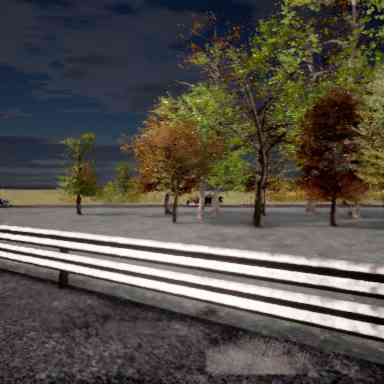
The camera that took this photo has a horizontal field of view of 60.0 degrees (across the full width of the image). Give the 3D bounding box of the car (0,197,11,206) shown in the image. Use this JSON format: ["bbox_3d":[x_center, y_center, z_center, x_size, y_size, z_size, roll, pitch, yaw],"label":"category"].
[{"bbox_3d":[-29.870,1.435,49.807,4.718,1.301,1.895,-1,0,10],"label":"car"}]

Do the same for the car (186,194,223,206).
[{"bbox_3d":[1.684,1.034,44.401,5.008,1.535,1.882,-1,0,9],"label":"car"}]
